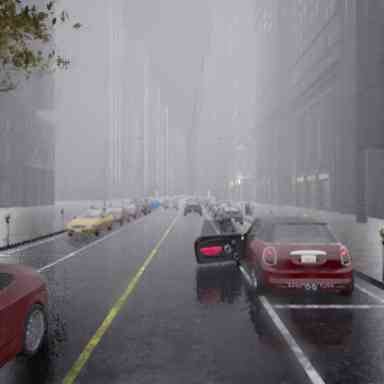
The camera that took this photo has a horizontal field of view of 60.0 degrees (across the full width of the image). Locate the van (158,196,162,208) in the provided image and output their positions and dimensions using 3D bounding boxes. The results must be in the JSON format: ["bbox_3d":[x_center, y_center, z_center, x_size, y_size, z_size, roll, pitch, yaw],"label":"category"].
[{"bbox_3d":[-5.670,1.631,47.698,1.690,1.788,3.998,0,0,0],"label":"van"}]

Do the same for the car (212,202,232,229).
[{"bbox_3d":[2.811,1.701,24.979,2.008,1.369,4.403,0,0,0],"label":"car"}]

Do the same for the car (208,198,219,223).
[{"bbox_3d":[2.822,1.625,30.657,1.967,1.590,4.097,0,0,0],"label":"car"}]

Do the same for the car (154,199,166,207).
[{"bbox_3d":[-5.647,1.944,59.051,1.802,1.307,4.206,0,0,0],"label":"car"}]

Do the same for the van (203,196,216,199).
[{"bbox_3d":[2.855,1.631,47.691,1.690,1.788,3.998,0,0,0],"label":"van"}]

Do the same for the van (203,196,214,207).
[{"bbox_3d":[2.878,1.703,59.045,1.690,1.788,3.998,0,0,0],"label":"van"}]

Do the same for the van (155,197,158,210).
[{"bbox_3d":[-5.681,1.595,42.021,1.690,1.788,3.998,0,0,0],"label":"van"}]

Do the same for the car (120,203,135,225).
[{"bbox_3d":[-5.714,1.732,24.988,1.802,1.307,4.206,0,0,0],"label":"car"}]

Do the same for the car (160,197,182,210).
[{"bbox_3d":[-2.906,1.811,47.587,2.128,1.511,4.902,0,0,0],"label":"car"}]

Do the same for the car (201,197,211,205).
[{"bbox_3d":[2.900,1.876,70.400,1.967,1.590,4.097,0,0,0],"label":"car"}]

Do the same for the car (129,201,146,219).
[{"bbox_3d":[-5.703,1.766,30.665,1.802,1.307,4.206,0,0,0],"label":"car"}]

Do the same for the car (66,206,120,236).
[{"bbox_3d":[-5.726,1.639,19.140,1.752,1.417,4.829,0,0,0],"label":"car"}]

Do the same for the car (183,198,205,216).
[{"bbox_3d":[0.134,1.721,35.783,1.837,1.490,4.892,0,0,1],"label":"car"}]

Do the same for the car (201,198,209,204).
[{"bbox_3d":[2.912,2.055,76.076,1.802,1.307,4.206,0,0,0],"label":"car"}]

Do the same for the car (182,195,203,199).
[{"bbox_3d":[0.123,1.634,46.490,2.097,1.767,4.553,0,0,1],"label":"car"}]

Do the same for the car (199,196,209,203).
[{"bbox_3d":[2.923,1.825,81.755,2.192,1.841,5.009,0,0,0],"label":"car"}]

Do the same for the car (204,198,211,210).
[{"bbox_3d":[2.845,1.805,42.012,2.008,1.369,4.403,0,0,0],"label":"car"}]

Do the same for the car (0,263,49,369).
[{"bbox_3d":[-3.093,1.546,3.376,1.812,1.442,4.674,0,0,0],"label":"car"}]

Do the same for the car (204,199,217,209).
[{"bbox_3d":[2.867,1.871,53.367,1.887,1.381,4.507,0,0,0],"label":"car"}]

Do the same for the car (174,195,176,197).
[{"bbox_3d":[-5.602,2.034,81.591,1.752,1.417,4.829,0,0,0],"label":"car"}]

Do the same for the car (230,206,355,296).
[{"bbox_3d":[2.407,1.405,8.975,2.097,1.767,4.553,0,0,0],"label":"car"}]

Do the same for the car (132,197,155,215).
[{"bbox_3d":[-5.692,1.534,36.344,2.192,1.841,5.009,0,0,0],"label":"car"}]
